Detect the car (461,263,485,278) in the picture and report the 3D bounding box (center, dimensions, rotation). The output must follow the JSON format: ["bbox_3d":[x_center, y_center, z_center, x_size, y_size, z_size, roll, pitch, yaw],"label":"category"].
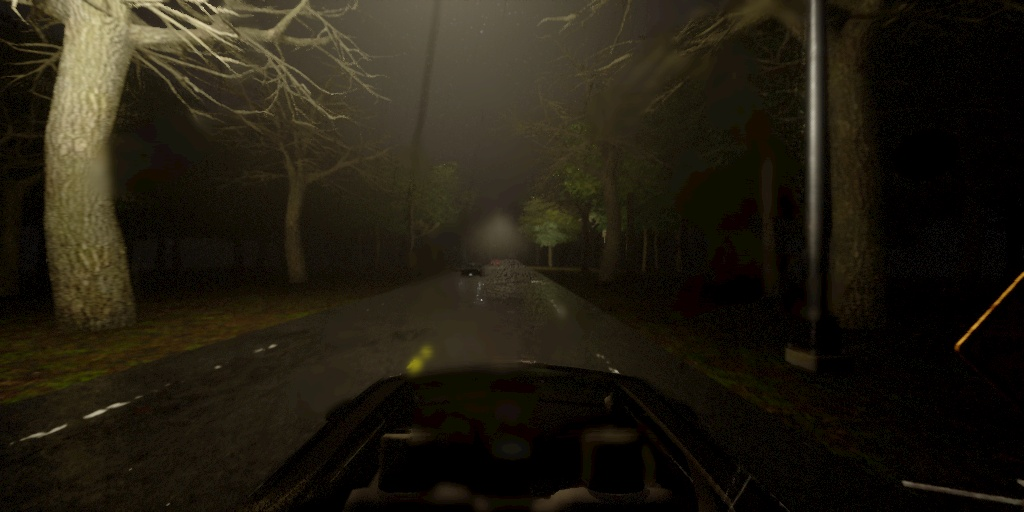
[{"bbox_3d":[-3.611,1.316,33.626,1.895,1.301,4.718,0,0,0],"label":"car"}]

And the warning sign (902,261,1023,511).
[{"bbox_3d":[3.550,0.863,2.328,1.300,1.860,1.060,0,0,0],"label":"warning sign"}]
